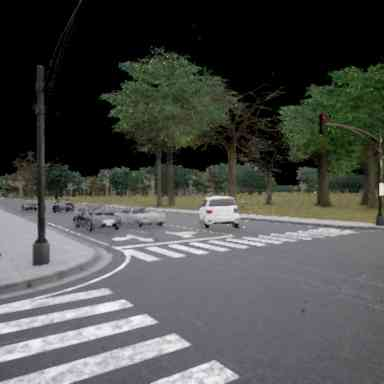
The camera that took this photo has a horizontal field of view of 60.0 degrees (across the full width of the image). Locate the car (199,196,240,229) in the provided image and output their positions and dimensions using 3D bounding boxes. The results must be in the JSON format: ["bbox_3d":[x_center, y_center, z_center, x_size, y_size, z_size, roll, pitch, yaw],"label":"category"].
[{"bbox_3d":[1.749,1.336,22.369,2.150,2.045,5.566,-3,-1,-3],"label":"car"}]

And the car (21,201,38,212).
[{"bbox_3d":[-21.164,1.839,43.598,2.033,1.411,5.357,0,0,-33],"label":"car"}]

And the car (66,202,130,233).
[{"bbox_3d":[-6.067,1.602,20.963,2.128,1.511,4.902,0,0,-34],"label":"car"}]

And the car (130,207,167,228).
[{"bbox_3d":[-3.618,1.698,23.150,1.895,1.301,4.718,0,0,-34],"label":"car"}]

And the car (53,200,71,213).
[{"bbox_3d":[-16.079,1.749,41.798,1.837,1.490,4.892,0,-1,-34],"label":"car"}]
